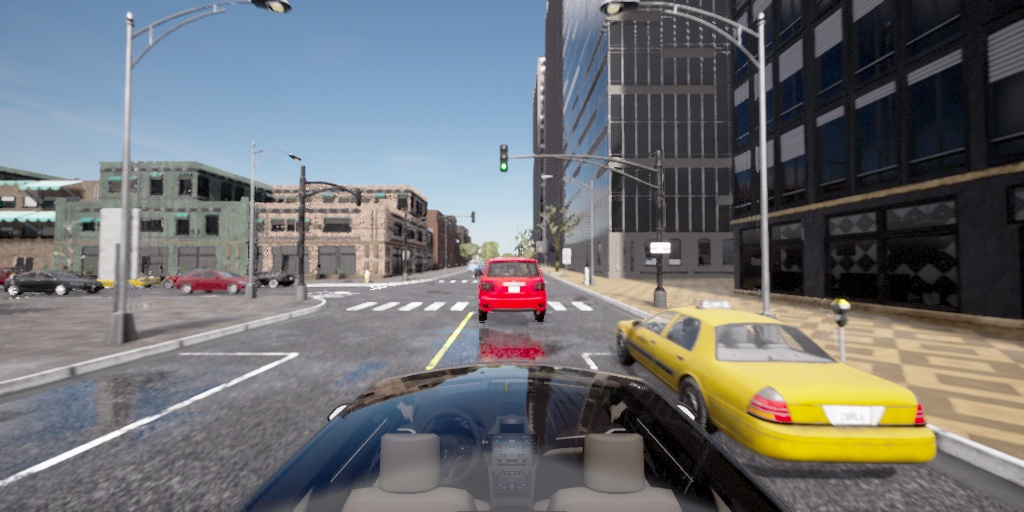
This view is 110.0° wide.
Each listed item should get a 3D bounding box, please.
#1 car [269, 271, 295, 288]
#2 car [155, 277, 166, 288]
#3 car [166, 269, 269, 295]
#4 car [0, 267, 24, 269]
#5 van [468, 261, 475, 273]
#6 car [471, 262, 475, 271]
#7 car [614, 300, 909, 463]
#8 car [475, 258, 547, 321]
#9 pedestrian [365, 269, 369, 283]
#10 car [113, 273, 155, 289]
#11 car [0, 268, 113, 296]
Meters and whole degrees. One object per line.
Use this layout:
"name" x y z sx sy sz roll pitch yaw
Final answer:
"car" -19.415 1.814 28.182 4.313 1.339 1.948 0 0 1
"car" -24.963 1.742 28.253 4.097 1.591 1.967 0 0 1
"car" -18.265 1.616 22.391 4.674 1.442 1.812 -1 -1 1
"car" -41.606 1.779 28.461 5.009 1.841 2.192 0 0 1
"van" -5.696 1.611 54.144 1.690 1.789 3.998 0 0 0
"car" -3.105 1.684 40.685 2.033 1.411 5.357 0 -1 0
"car" 2.827 1.309 5.286 1.751 1.417 4.829 0 0 0
"car" -0.131 1.086 13.147 2.150 2.045 5.566 0 0 -4
"pedestrian" -12.548 1.679 31.057 0.375 1.300 0.375 0 -1 1
"car" -30.680 1.882 28.324 4.829 1.417 1.751 0 0 1
"car" -28.669 1.696 22.527 4.892 1.490 1.837 -1 -1 1
